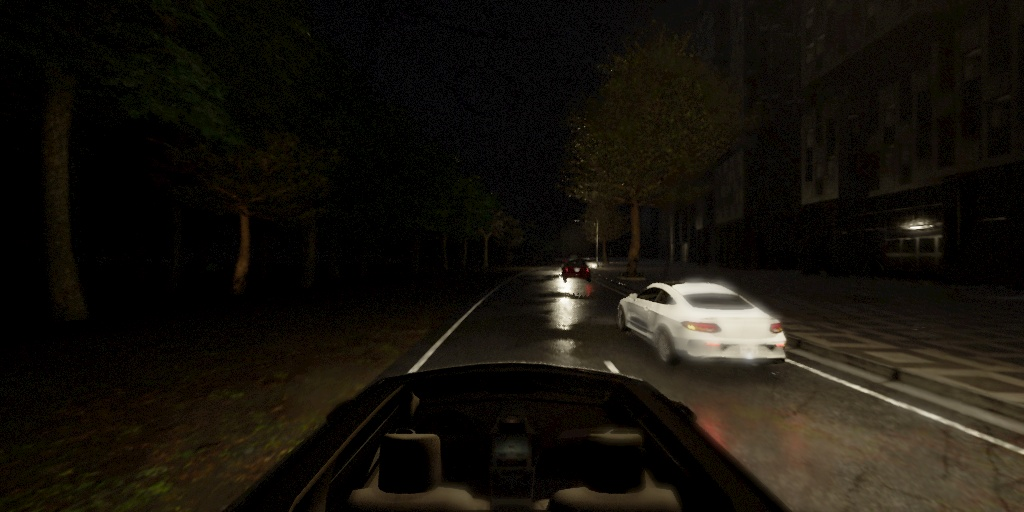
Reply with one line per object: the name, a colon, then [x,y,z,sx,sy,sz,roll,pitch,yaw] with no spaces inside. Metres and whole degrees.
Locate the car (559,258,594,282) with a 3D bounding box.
car: [5.117,1.100,29.109,2.097,1.767,4.553,0,0,6]

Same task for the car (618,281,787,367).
car: [3.728,1.281,7.854,1.812,1.442,4.674,0,0,1]
